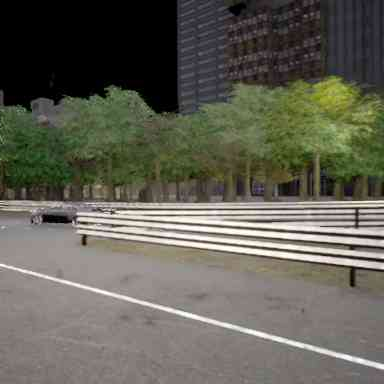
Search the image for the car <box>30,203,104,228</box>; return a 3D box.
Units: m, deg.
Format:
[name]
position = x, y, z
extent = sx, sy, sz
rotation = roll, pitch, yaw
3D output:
[car]
position = -8.097, 1.455, 21.512
extent = 4.902, 1.511, 2.128
rotation = 0, 0, 16
